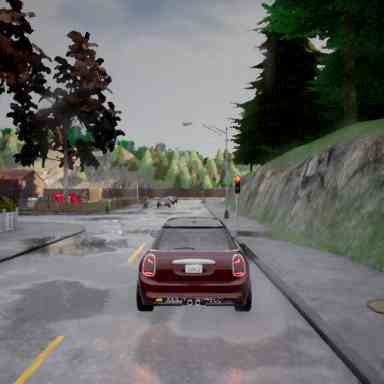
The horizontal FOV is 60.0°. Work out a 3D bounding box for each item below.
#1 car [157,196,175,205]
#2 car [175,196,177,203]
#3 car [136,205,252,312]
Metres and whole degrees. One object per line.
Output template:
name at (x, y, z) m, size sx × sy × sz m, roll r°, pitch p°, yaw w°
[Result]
car at (-4.086, 1.491, 49.068) m, size 2.128 × 1.511 × 4.902 m, roll 0°, pitch 0°, yaw 0°
car at (-4.061, 1.526, 59.098) m, size 1.812 × 1.442 × 4.674 m, roll 0°, pitch 0°, yaw 0°
car at (0.055, 1.352, 7.899) m, size 2.097 × 1.767 × 4.553 m, roll 0°, pitch 0°, yaw 1°
